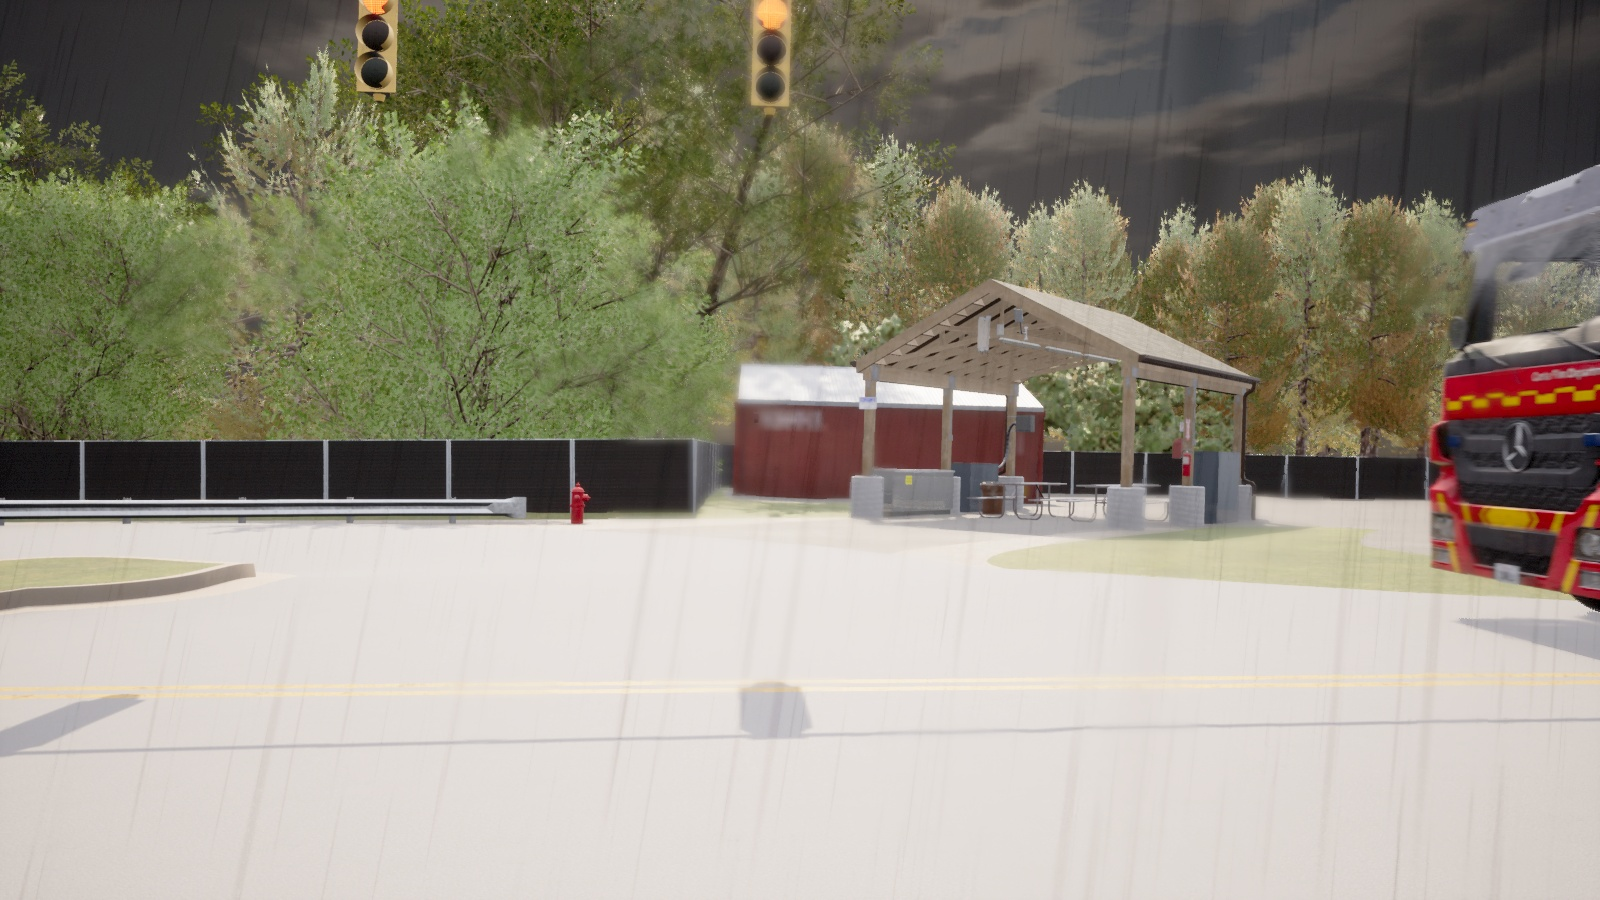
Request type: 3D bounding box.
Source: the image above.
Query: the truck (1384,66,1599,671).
[{"bbox_3d":[9.266,-0.495,9.349,8.468,3.827,2.891,0,0,1],"label":"truck"}]
